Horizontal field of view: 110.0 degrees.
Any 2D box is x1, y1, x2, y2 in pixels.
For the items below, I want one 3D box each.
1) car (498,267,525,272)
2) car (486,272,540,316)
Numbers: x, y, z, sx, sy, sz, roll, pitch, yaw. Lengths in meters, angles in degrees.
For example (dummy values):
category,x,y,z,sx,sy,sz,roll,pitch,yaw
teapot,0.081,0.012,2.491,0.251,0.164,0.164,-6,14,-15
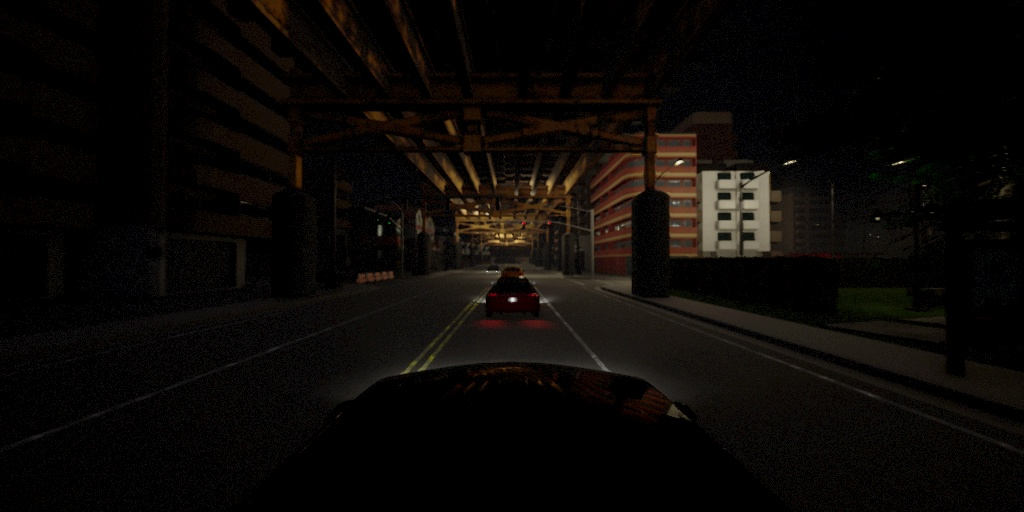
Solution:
category,x,y,z,sx,sy,sz,roll,pitch,yaw
car,0.055,1.625,30.298,1.882,1.535,5.008,0,0,0
car,0.043,1.489,14.252,1.994,1.385,4.181,0,-1,1
